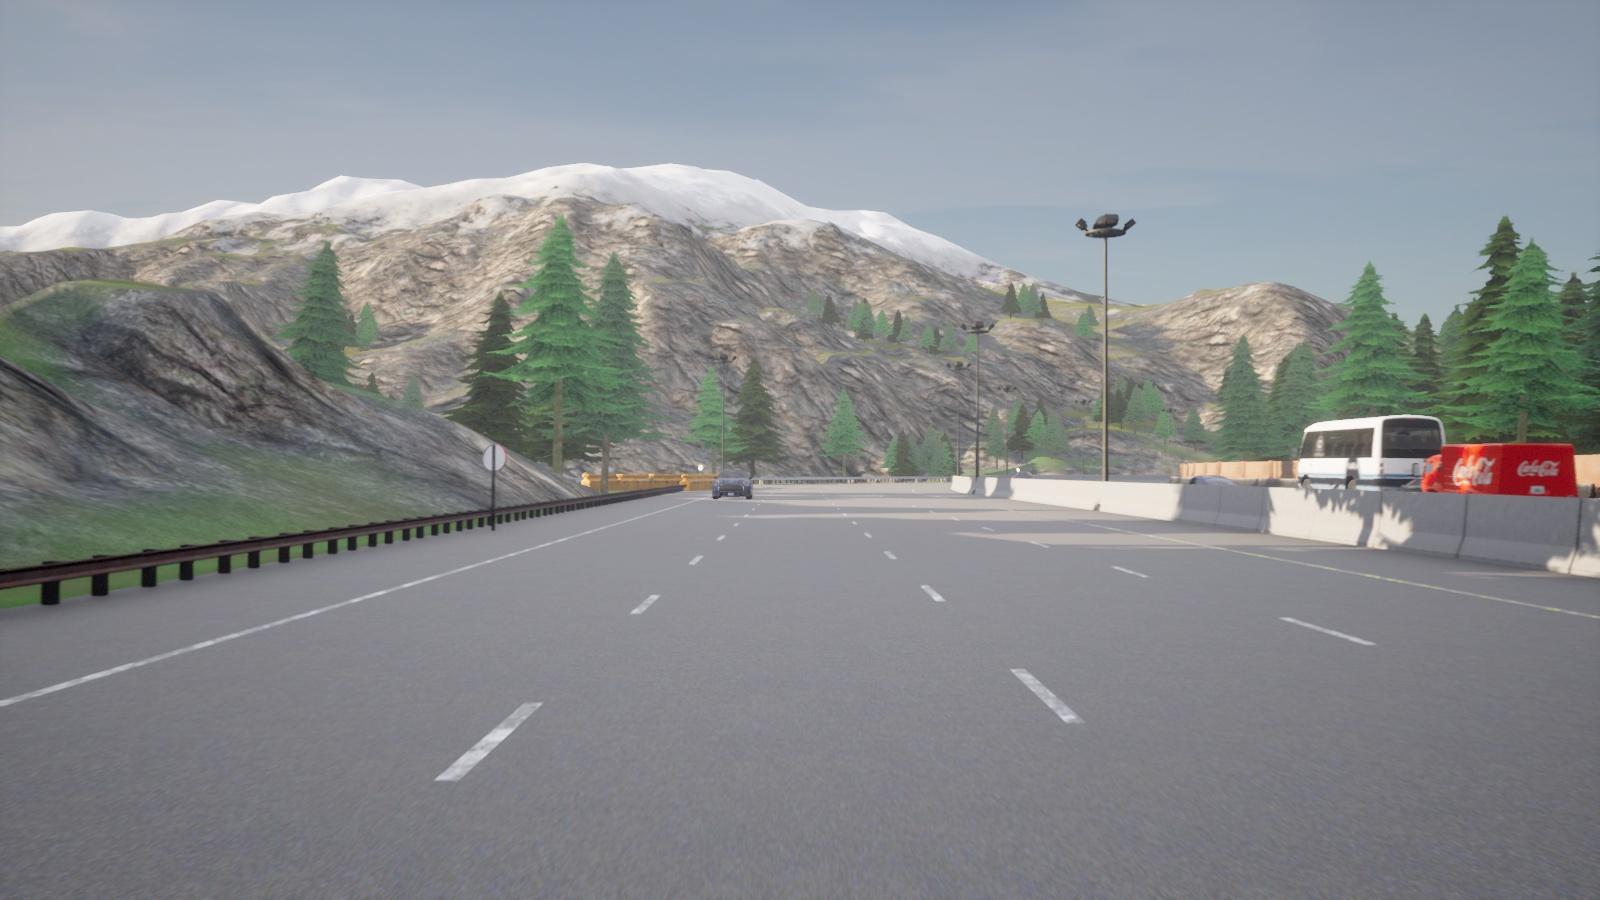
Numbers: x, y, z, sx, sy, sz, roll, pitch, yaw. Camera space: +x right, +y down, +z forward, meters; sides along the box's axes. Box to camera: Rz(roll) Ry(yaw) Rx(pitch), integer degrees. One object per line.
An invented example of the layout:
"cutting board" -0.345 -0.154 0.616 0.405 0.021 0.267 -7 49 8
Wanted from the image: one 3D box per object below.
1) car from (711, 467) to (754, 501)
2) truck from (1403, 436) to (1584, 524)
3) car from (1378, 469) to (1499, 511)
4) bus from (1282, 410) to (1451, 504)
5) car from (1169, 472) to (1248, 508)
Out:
"car" -3.668 1.845 69.135 2.097 1.767 4.553 0 -1 0
"truck" 20.904 0.887 38.194 2.627 2.467 5.204 0 -1 0
"car" 24.383 1.481 48.181 2.128 1.511 4.902 0 -1 0
"bus" 27.869 0.373 62.533 3.944 4.253 10.273 0 -1 1
"car" 17.370 1.668 53.606 1.812 1.442 4.674 0 -1 0
